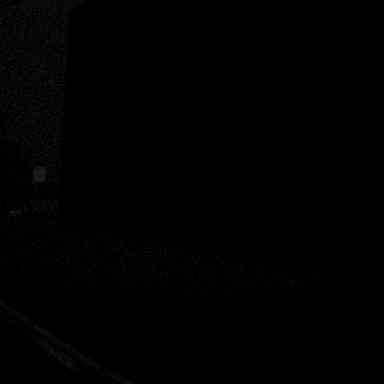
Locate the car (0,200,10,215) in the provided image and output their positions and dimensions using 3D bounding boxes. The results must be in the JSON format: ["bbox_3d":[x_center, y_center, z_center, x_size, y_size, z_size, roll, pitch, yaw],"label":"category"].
[{"bbox_3d":[-19.087,1.446,31.892,2.128,1.511,4.902,4,-1,-10],"label":"car"}]
